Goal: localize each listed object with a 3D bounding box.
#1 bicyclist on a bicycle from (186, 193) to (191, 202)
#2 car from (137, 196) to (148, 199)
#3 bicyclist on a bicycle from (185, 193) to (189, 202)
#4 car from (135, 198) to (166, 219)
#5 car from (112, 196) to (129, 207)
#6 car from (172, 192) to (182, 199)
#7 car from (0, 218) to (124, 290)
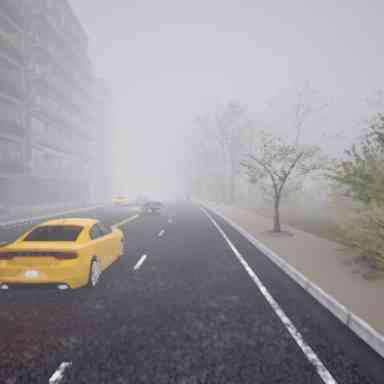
[{"bbox_3d":[-0.464,1.237,61.408,0.582,1.620,1.656,0,0,-4],"label":"bicyclist on a bicycle"},{"bbox_3d":[-7.311,1.323,49.304,2.128,1.511,4.902,0,0,-2],"label":"car"},{"bbox_3d":[-1.078,1.119,70.354,0.659,1.776,1.843,0,0,-4],"label":"bicyclist on a bicycle"},{"bbox_3d":[-3.236,1.454,27.638,2.033,1.411,5.357,0,0,-1],"label":"car"},{"bbox_3d":[-10.561,1.311,49.269,1.882,1.535,5.008,0,0,-2],"label":"car"},{"bbox_3d":[-3.625,1.090,89.163,2.033,1.411,5.357,0,0,-6],"label":"car"},{"bbox_3d":[-3.154,1.446,9.019,1.882,1.535,5.008,0,0,0],"label":"car"}]
